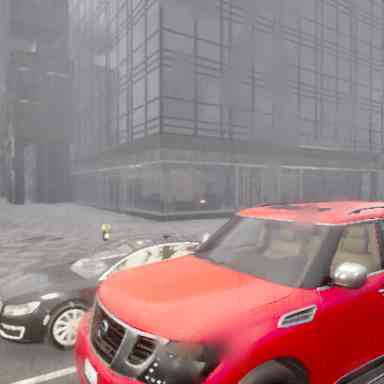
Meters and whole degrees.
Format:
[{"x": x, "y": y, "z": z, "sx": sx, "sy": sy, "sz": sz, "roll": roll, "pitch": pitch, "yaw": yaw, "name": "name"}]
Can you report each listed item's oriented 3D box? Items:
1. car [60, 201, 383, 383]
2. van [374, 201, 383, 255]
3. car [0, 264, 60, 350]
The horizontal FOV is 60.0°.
[{"x": 1.485, "y": 1.173, "z": 4.285, "sx": 5.566, "sy": 2.045, "sz": 2.150, "roll": 0, "pitch": 1, "yaw": -32, "name": "car"}, {"x": 8.407, "y": 1.226, "z": 11.817, "sx": 3.998, "sy": 1.788, "sz": 1.690, "roll": 0, "pitch": 1, "yaw": -32, "name": "van"}, {"x": -0.935, "y": 1.472, "z": 5.916, "sx": 4.403, "sy": 1.369, "sz": 2.008, "roll": 0, "pitch": 0, "yaw": -32, "name": "car"}]
